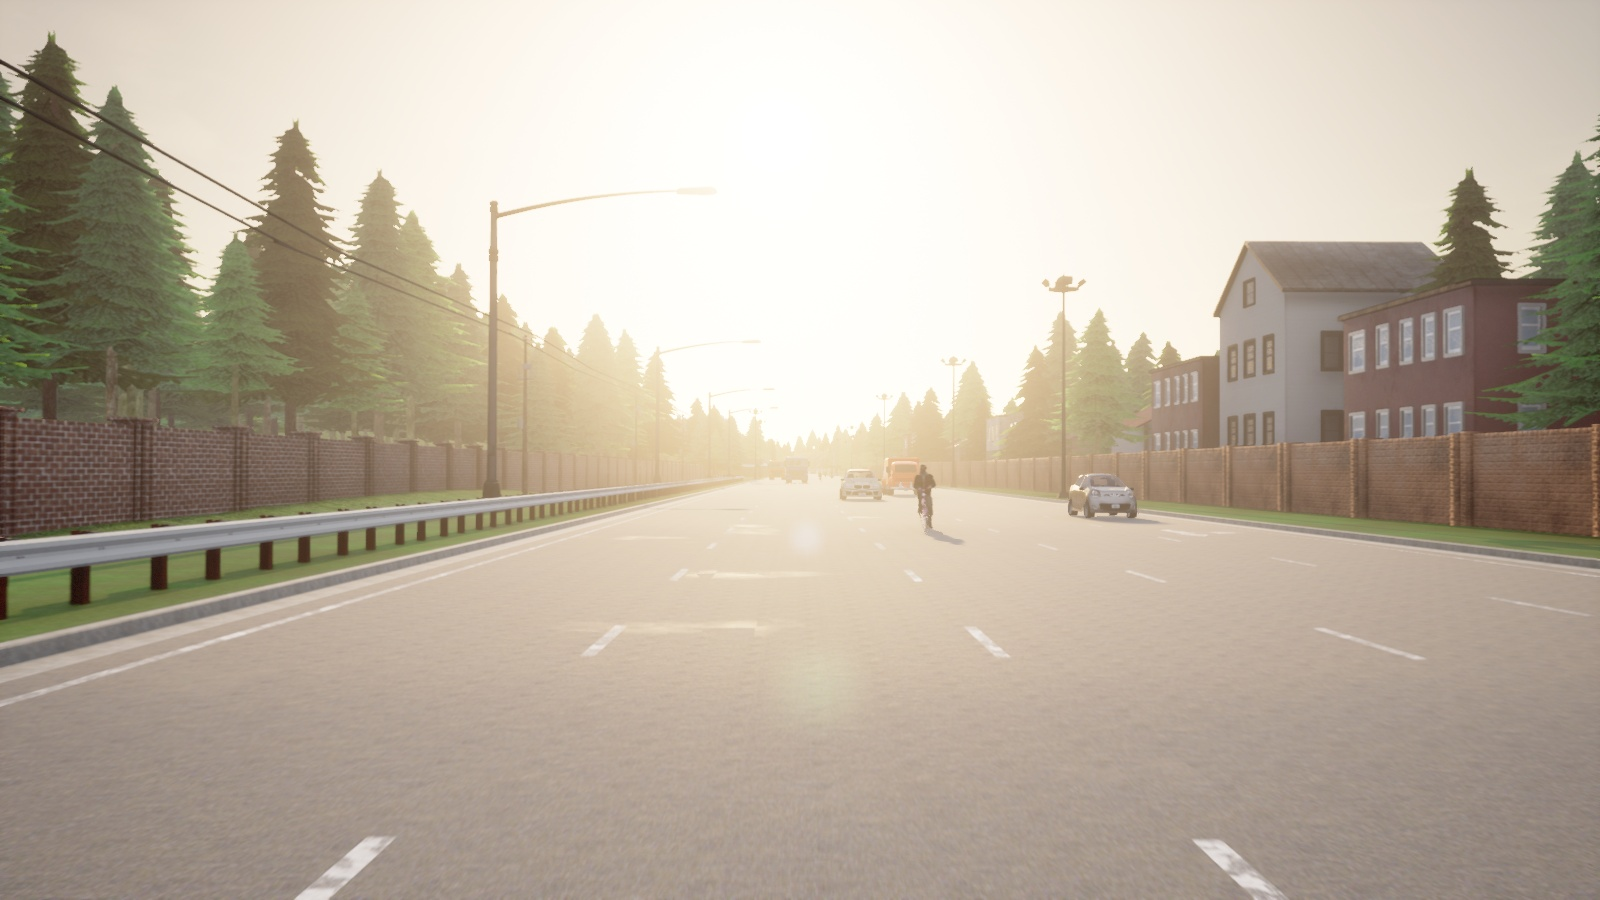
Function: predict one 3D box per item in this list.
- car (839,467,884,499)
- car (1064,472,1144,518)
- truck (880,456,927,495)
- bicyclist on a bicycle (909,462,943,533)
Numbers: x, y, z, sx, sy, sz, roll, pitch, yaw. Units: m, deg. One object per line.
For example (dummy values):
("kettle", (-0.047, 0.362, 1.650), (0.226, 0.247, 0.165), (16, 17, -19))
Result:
("car", (3.334, 1.803, 69.195), (2.242, 1.667, 4.611), (0, -1, 0))
("car", (10.398, 1.509, 43.153), (1.845, 1.501, 3.633), (0, -1, 0))
("truck", (6.800, 1.689, 83.052), (2.627, 2.467, 5.204), (0, -1, 0))
("bicyclist on a bicycle", (3.298, 1.221, 32.846), (0.659, 1.776, 1.843), (-4, -2, 9))
